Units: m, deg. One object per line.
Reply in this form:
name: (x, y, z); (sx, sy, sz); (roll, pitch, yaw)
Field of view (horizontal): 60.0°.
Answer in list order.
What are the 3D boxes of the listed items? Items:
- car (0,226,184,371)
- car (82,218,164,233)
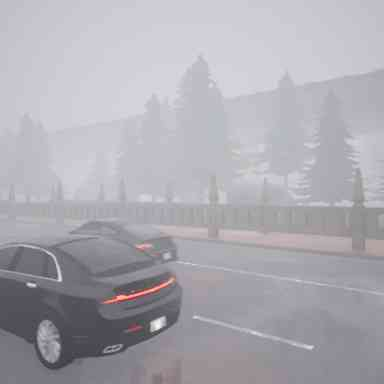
car: (-2.410, 1.495, 5.708); (4.892, 1.490, 1.837); (-1, -1, 35)
car: (-2.525, 1.516, 10.086); (4.674, 1.442, 1.812); (0, 0, 35)
